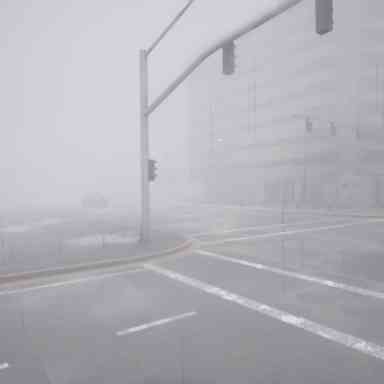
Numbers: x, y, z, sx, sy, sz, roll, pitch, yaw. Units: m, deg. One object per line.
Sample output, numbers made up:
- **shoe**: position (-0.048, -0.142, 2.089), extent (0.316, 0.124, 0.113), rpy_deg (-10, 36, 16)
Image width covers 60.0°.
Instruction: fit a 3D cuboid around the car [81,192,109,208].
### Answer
- **car**: position (-12.994, 1.042, 44.279), extent (2.150, 2.045, 5.566), rpy_deg (-1, 1, -35)
